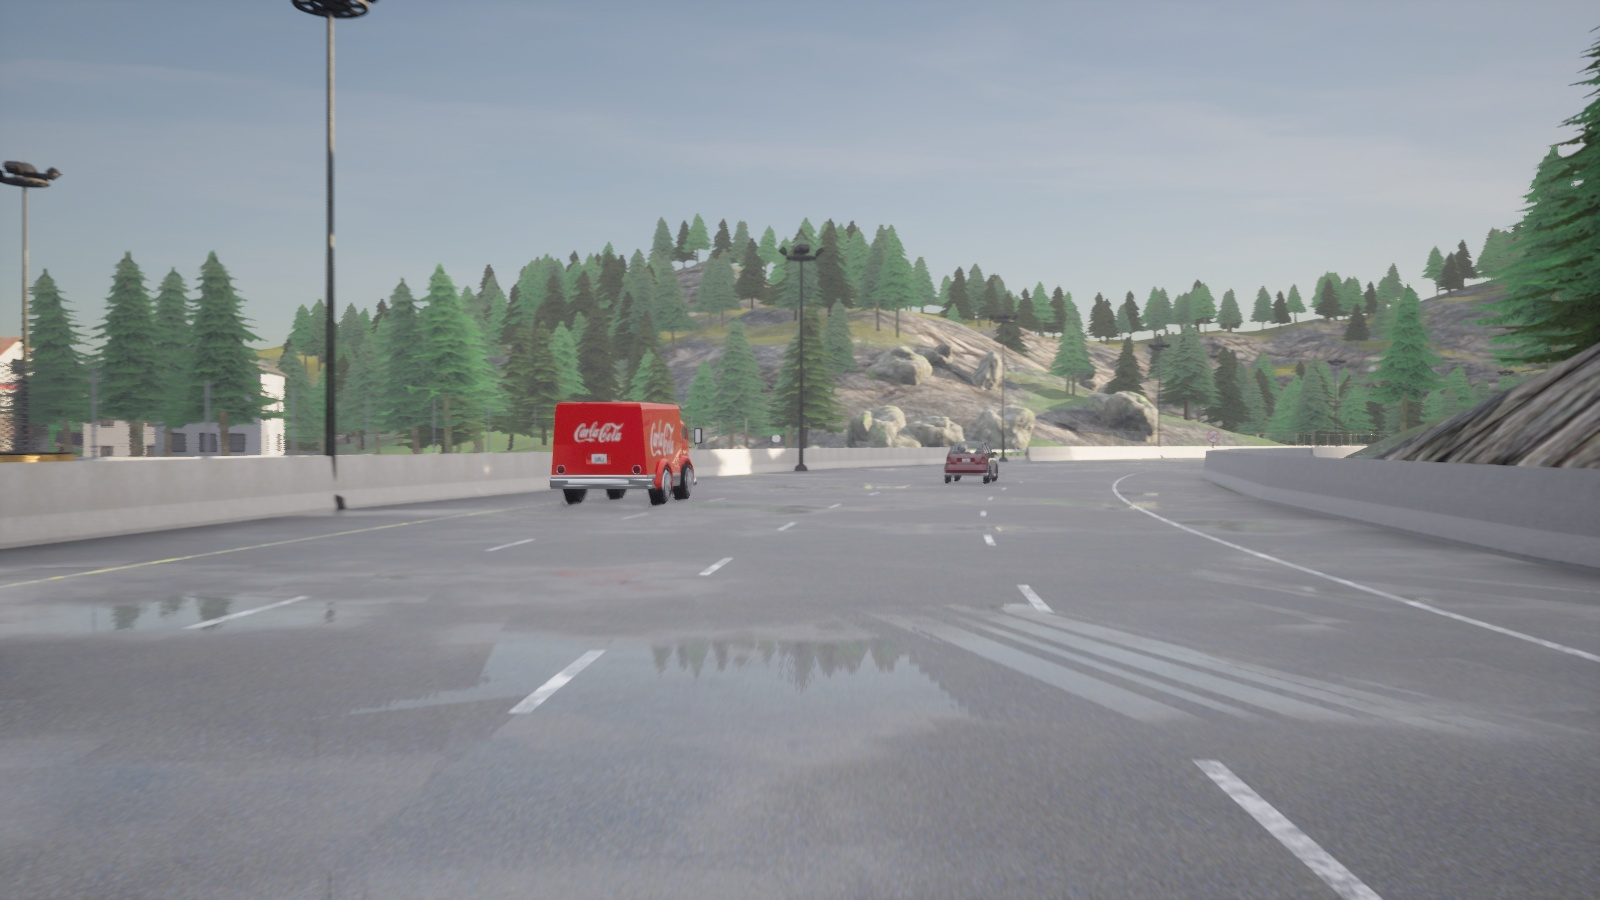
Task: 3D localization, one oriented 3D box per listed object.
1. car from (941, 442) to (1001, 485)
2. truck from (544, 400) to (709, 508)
[{"bbox_3d":[6.519,0.478,47.582,1.789,1.549,3.705,0,0,15],"label":"car"},{"bbox_3d":[-4.204,0.072,31.459,2.627,2.467,5.204,0,0,10],"label":"truck"}]
